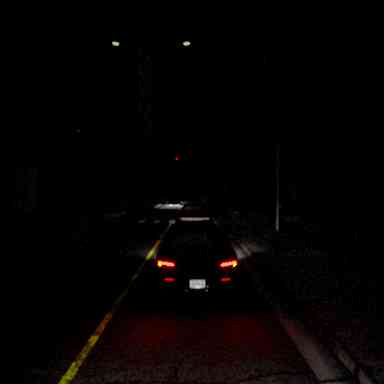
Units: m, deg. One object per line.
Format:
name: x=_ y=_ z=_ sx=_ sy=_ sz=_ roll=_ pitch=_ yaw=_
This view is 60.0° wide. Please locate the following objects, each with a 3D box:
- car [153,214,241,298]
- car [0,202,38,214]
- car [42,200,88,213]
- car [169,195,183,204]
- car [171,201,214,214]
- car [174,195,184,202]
car: x=0.110 y=1.506 z=8.369 sx=1.812 sy=1.442 sz=4.674 roll=0 pitch=0 yaw=0
car: x=-19.793 y=1.670 z=37.530 sx=4.507 sy=1.381 sz=1.887 roll=-1 pitch=0 yaw=0
car: x=-14.339 y=1.596 z=37.553 sx=4.829 sy=1.417 sz=1.752 roll=-1 pitch=0 yaw=0
car: x=-2.976 y=1.328 z=57.724 sx=2.128 sy=1.511 sz=4.902 roll=0 pitch=0 yaw=1
car: x=0.128 y=1.447 z=17.733 sx=2.128 sy=1.511 sz=4.902 roll=0 pitch=0 yaw=1
car: x=-2.893 y=1.339 z=72.679 sx=1.994 sy=1.385 sz=4.181 roll=0 pitch=0 yaw=0
